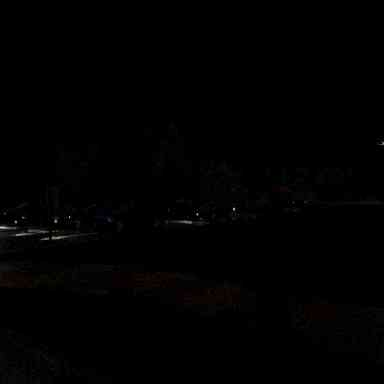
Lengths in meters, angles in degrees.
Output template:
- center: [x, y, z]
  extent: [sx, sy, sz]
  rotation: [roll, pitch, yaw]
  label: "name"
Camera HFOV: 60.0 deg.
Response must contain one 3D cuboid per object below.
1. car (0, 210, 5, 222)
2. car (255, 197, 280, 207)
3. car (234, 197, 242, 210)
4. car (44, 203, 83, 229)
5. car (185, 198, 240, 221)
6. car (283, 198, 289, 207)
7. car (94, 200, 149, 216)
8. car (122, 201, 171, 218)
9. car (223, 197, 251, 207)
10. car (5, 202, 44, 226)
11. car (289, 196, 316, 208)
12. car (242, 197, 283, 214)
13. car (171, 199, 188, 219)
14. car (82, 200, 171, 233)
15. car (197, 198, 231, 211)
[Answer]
- center: [-12.614, 1.526, 25.742]
  extent: [1.812, 1.442, 4.674]
  rotation: [0, 0, 36]
  label: "car"
- center: [12.305, 1.547, 53.851]
  extent: [2.033, 1.411, 5.357]
  rotation: [0, 0, 36]
  label: "car"
- center: [5.210, 1.506, 38.321]
  extent: [1.837, 1.490, 4.892]
  rotation: [0, 0, 36]
  label: "car"
- center: [-6.725, 1.491, 21.938]
  extent: [2.128, 1.511, 4.902]
  rotation: [0, 0, 36]
  label: "car"
- center: [1.825, 1.505, 27.735]
  extent: [1.837, 1.490, 4.892]
  rotation: [0, 0, 36]
  label: "car"
- center: [14.226, 1.564, 50.576]
  extent: [1.994, 1.385, 4.181]
  rotation: [0, 0, 37]
  label: "car"
- center: [-6.970, 1.547, 33.492]
  extent: [2.033, 1.411, 5.357]
  rotation: [0, 0, 36]
  label: "car"
- center: [-4.174, 1.601, 31.387]
  extent: [1.895, 1.301, 4.718]
  rotation: [0, 0, 36]
  label: "car"
- center: [7.189, 1.548, 52.837]
  extent: [2.033, 1.411, 5.357]
  rotation: [0, 0, 37]
  label: "car"
- center: [-9.817, 1.547, 23.637]
  extent: [2.033, 1.411, 5.357]
  rotation: [0, 0, 36]
  label: "car"
- center: [15.791, 1.351, 46.810]
  extent: [2.097, 1.767, 4.553]
  rotation: [0, 0, 37]
  label: "car"
- center: [7.605, 1.478, 35.662]
  extent: [1.882, 1.535, 5.008]
  rotation: [0, 0, 36]
  label: "car"
- center: [-1.268, 1.601, 29.430]
  extent: [1.895, 1.301, 4.718]
  rotation: [0, 0, 36]
  label: "car"
- center: [-3.760, 1.478, 20.064]
  extent: [1.882, 1.535, 5.008]
  rotation: [0, 0, 36]
  label: "car"
- center: [2.738, 1.505, 40.869]
  extent: [1.837, 1.490, 4.892]
  rotation: [0, 0, 36]
  label: "car"
